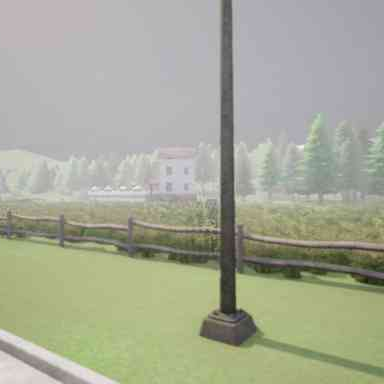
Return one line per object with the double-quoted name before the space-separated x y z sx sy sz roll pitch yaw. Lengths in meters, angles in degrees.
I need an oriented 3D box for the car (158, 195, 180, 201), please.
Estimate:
"car" -4.728 1.405 68.814 4.605 1.855 1.932 0 0 35
